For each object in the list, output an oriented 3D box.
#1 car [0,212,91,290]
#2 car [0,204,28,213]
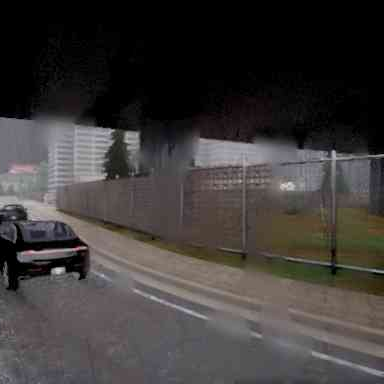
[{"bbox_3d":[-4.382,1.549,9.401,2.128,1.511,4.902,1,-1,-35],"label":"car"},{"bbox_3d":[-13.759,1.662,25.634,1.812,1.442,4.674,1,-1,-29],"label":"car"}]
